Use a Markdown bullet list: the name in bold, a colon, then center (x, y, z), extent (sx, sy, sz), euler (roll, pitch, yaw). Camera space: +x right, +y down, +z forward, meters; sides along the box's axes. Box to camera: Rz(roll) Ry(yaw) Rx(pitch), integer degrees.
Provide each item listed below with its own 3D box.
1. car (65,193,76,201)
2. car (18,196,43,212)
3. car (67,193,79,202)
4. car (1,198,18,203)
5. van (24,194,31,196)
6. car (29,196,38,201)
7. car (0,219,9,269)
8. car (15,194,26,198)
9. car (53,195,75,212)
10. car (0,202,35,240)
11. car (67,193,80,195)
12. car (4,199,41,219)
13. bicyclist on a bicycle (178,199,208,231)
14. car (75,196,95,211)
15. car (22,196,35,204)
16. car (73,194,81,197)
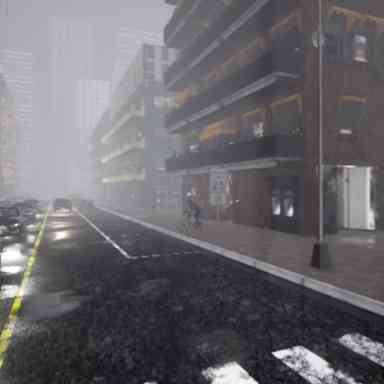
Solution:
- **car**: center (-29.594, 1.168, 81.045), extent (2.192, 1.841, 5.009), euler (-2, 1, -22)
- **car**: center (-17.098, 1.509, 35.630), extent (1.837, 1.490, 4.892), euler (-1, 0, -22)
- **car**: center (-25.332, 1.178, 70.684), extent (2.192, 1.841, 5.009), euler (-2, 1, -22)
- **car**: center (-20.266, 1.633, 36.454), extent (1.802, 1.307, 4.206), euler (-2, 1, -22)
- **van**: center (-26.666, 1.377, 51.993), extent (1.690, 1.788, 3.998), euler (-2, 1, -22)
- **car**: center (-39.477, 1.589, 83.069), extent (1.802, 1.307, 4.206), euler (-2, 1, -22)
- **car**: center (-5.861, 1.634, 8.194), extent (1.895, 1.301, 4.718), euler (-1, 1, -25)
- **car**: center (-22.401, 1.486, 41.632), extent (1.967, 1.590, 4.097), euler (-2, 1, -22)
- **car**: center (-14.498, 1.449, 37.452), extent (1.837, 1.490, 4.892), euler (-1, 0, -22)
- **car**: center (-9.445, 1.516, 16.890), extent (2.128, 1.511, 4.902), euler (-1, 1, -22)
- **car**: center (-21.069, 1.188, 60.322), extent (2.192, 1.841, 5.009), euler (-2, 1, -22)
- **car**: center (-13.184, 1.540, 25.996), extent (1.812, 1.442, 4.674), euler (-1, 0, -22)
- **bicyclist on a bicycle**: center (0.038, 1.164, 16.763), extent (1.656, 1.620, 0.582), euler (-1, 1, -22)
- **car**: center (-12.537, 1.475, 39.602), extent (1.802, 1.307, 4.206), euler (-2, 1, -22)
- **car**: center (-33.091, 1.572, 67.523), extent (2.008, 1.369, 4.403), euler (-2, 1, -22)
- **car**: center (-16.865, 1.408, 50.120), extent (1.752, 1.417, 4.829), euler (-2, 1, -22)
